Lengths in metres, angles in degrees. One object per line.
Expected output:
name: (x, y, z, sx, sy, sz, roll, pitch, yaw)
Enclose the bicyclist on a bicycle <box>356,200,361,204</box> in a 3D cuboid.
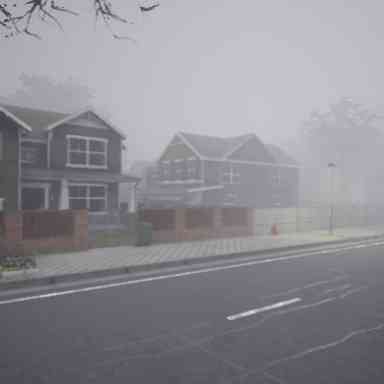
bicyclist on a bicycle: (23.241, 1.933, 46.395, 1.656, 1.620, 0.582, 1, 0, -35)
